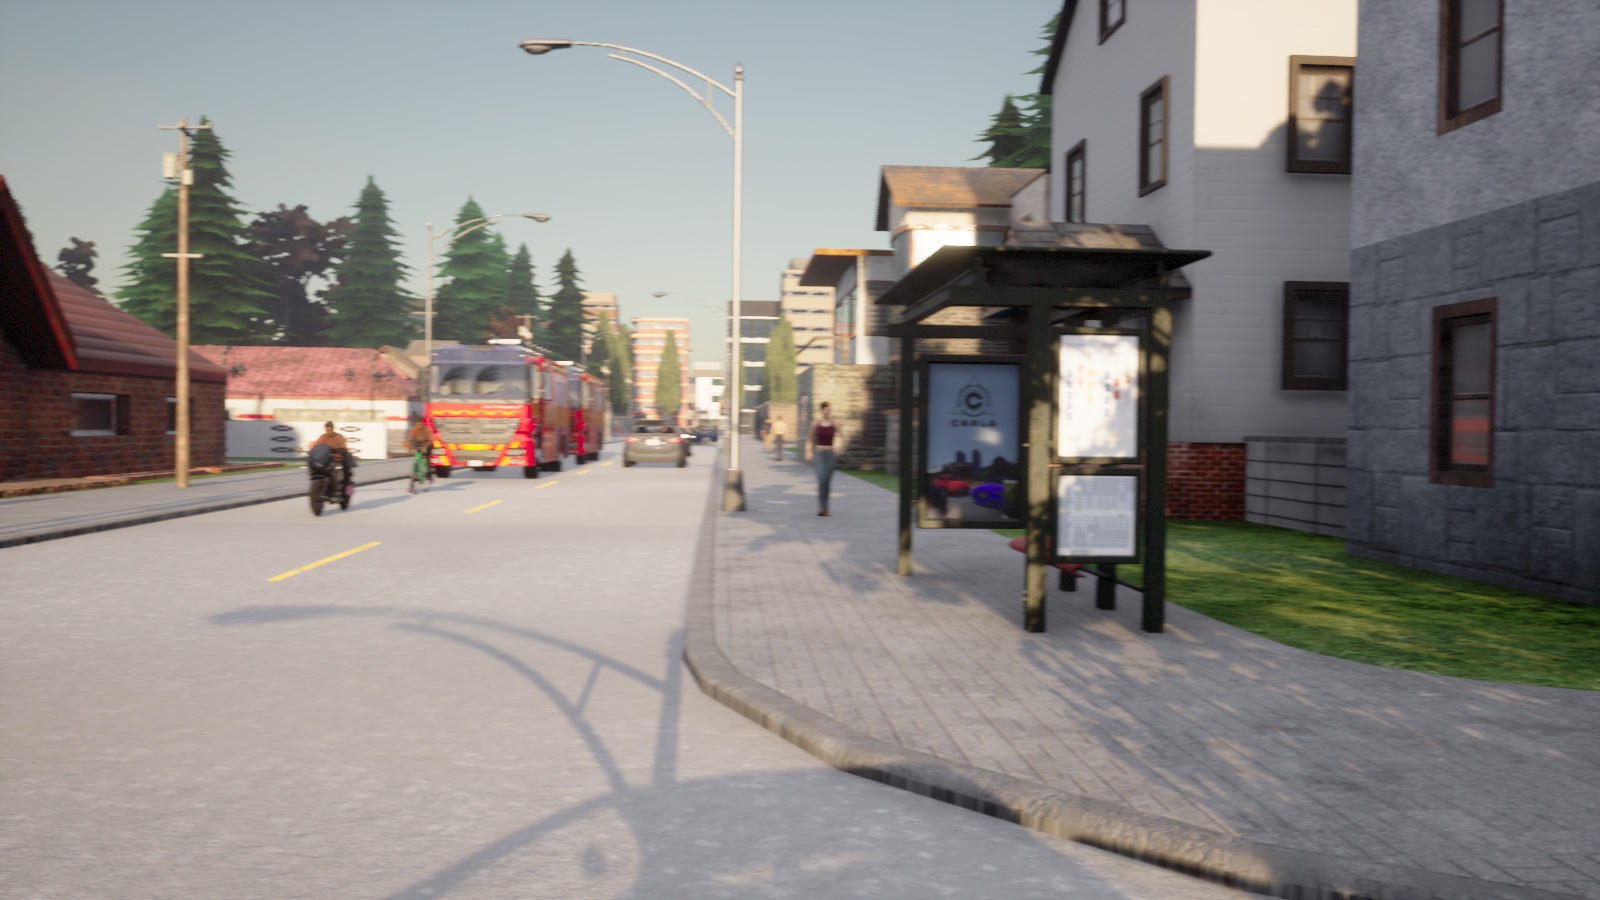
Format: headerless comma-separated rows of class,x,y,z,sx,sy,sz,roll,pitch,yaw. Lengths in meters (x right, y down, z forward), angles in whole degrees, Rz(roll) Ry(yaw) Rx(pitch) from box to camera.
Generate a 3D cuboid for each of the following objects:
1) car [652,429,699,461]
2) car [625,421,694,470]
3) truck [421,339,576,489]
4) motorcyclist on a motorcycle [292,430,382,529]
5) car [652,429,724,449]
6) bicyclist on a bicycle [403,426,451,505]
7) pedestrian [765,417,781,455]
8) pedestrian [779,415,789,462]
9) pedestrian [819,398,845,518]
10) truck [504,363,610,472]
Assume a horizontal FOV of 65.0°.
car,-5.867,-0.275,59.733,2.033,1.411,5.357,-1,1,-3
car,-5.009,-0.205,45.368,2.242,1.667,4.611,-1,1,-4
truck,-8.498,-1.006,36.481,2.891,3.827,8.468,-1,1,-3
motorcyclist on a motorcycle,-7.532,0.446,20.530,0.797,1.523,2.044,-1,1,-3
car,-7.896,-0.770,88.561,4.718,1.301,1.895,-1,1,-31
bicyclist on a bicycle,-7.898,0.299,26.650,0.582,1.620,1.656,-1,1,-3
pedestrian,-1.316,-0.696,61.789,0.540,1.848,0.694,0,1,19
pedestrian,-0.622,-0.462,49.562,0.345,1.836,0.594,-1,1,-4
pedestrian,0.491,0.118,19.522,0.345,1.836,0.594,-1,1,-4
truck,-9.218,-1.236,48.544,2.891,3.827,8.468,-1,1,-3
